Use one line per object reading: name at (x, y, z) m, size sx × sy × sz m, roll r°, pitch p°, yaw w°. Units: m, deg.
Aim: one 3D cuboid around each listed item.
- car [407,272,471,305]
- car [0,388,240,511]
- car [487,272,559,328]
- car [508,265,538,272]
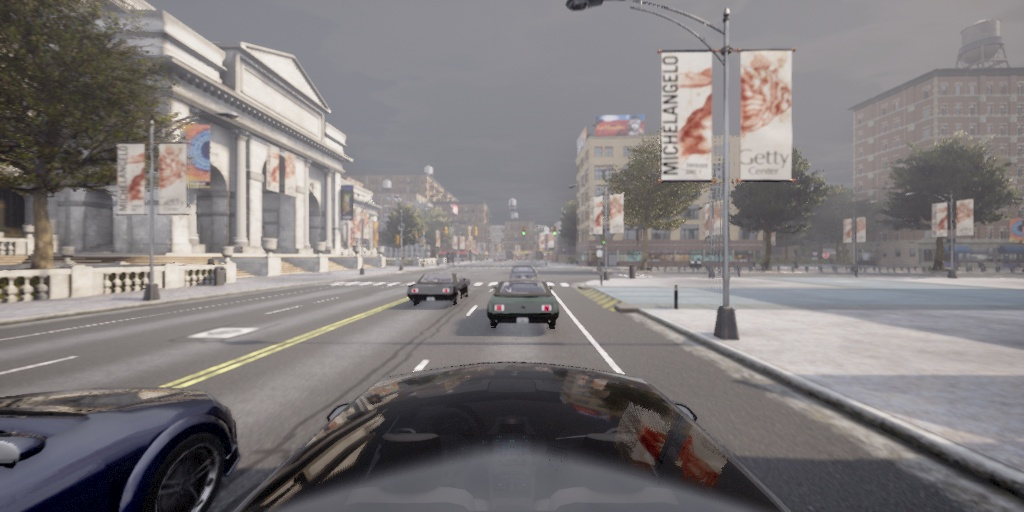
car at (-3.022, 1.354, 15.904) m, size 1.895 × 1.301 × 4.718 m, roll 0°, pitch 0°, yaw 2°
car at (-3.271, 1.311, 1.314) m, size 1.994 × 1.385 × 4.181 m, roll 0°, pitch 0°, yaw -2°
car at (0.342, 1.356, 11.358) m, size 1.895 × 1.301 × 4.718 m, roll 0°, pitch 0°, yaw 2°
car at (0.735, 1.309, 23.963) m, size 2.033 × 1.411 × 5.357 m, roll 0°, pitch 0°, yaw 2°
